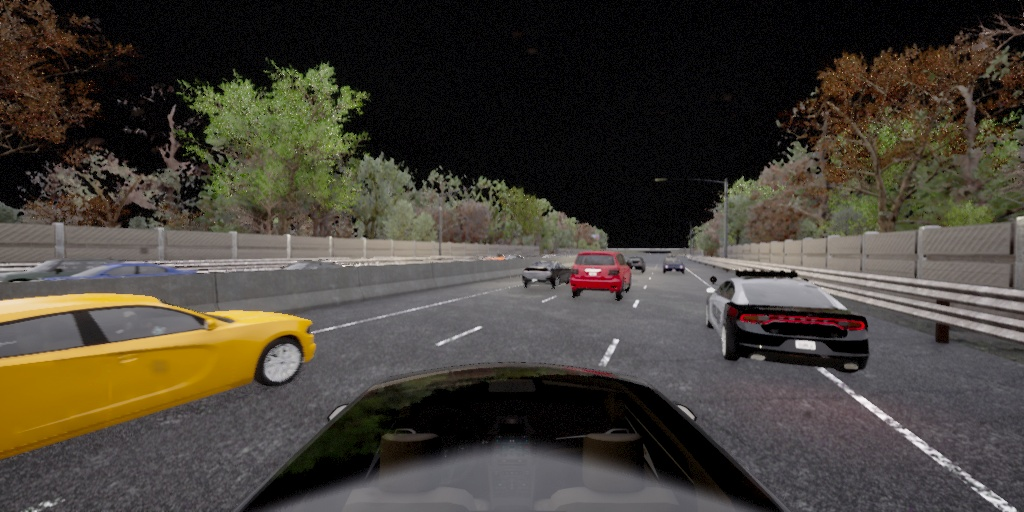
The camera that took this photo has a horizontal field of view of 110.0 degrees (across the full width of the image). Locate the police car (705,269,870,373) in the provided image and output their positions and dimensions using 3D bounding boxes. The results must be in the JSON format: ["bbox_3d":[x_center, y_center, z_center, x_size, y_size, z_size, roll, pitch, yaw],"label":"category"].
[{"bbox_3d":[5.451,1.115,7.804,1.930,1.638,5.238,0,1,23],"label":"police car"}]

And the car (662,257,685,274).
[{"bbox_3d":[15.546,0.994,34.522,1.895,1.301,4.718,0,1,23],"label":"car"}]

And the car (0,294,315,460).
[{"bbox_3d":[-4.898,1.184,4.221,1.882,1.535,5.008,0,1,23],"label":"car"}]

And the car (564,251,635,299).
[{"bbox_3d":[4.330,0.797,16.995,2.150,2.045,5.566,0,1,23],"label":"car"}]

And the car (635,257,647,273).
[{"bbox_3d":[12.412,0.871,36.030,1.837,1.490,4.892,0,1,23],"label":"car"}]

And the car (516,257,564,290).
[{"bbox_3d":[2.126,1.016,20.761,2.128,1.511,4.902,0,1,23],"label":"car"}]

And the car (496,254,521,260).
[{"bbox_3d":[0.022,0.623,52.122,1.882,1.535,5.008,0,1,23],"label":"car"}]

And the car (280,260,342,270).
[{"bbox_3d":[-10.530,0.999,18.333,1.882,1.535,5.008,0,1,23],"label":"car"}]

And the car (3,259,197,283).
[{"bbox_3d":[-15.943,1.031,14.539,1.882,1.535,5.008,0,1,23],"label":"car"}]

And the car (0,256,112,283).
[{"bbox_3d":[-19.333,0.885,15.503,2.097,1.767,4.553,0,1,23],"label":"car"}]

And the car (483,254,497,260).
[{"bbox_3d":[-2.742,0.462,54.550,2.097,1.767,4.553,0,1,23],"label":"car"}]
